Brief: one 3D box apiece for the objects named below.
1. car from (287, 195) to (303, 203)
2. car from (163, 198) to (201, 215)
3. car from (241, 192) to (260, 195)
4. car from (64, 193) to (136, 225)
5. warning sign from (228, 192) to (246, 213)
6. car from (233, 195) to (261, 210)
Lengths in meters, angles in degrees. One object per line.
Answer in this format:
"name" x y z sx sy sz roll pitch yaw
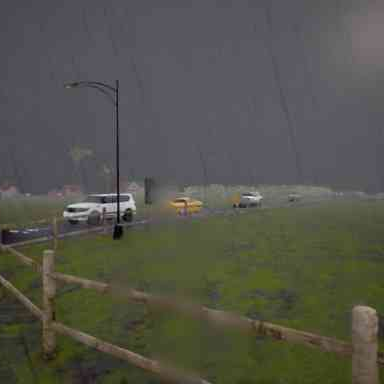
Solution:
"car" 18.494 1.190 59.635 1.882 1.535 5.008 0 -1 31
"car" -0.896 1.336 32.832 1.882 1.535 5.008 0 0 31
"car" 8.213 1.003 48.033 2.150 2.045 5.566 0 0 31
"car" -6.349 1.137 23.681 2.150 2.045 5.566 0 0 31
"warning sign" 4.216 0.945 31.072 1.300 1.860 1.060 -1 0 31
"car" 6.594 1.401 39.660 1.895 1.301 4.718 0 0 31
